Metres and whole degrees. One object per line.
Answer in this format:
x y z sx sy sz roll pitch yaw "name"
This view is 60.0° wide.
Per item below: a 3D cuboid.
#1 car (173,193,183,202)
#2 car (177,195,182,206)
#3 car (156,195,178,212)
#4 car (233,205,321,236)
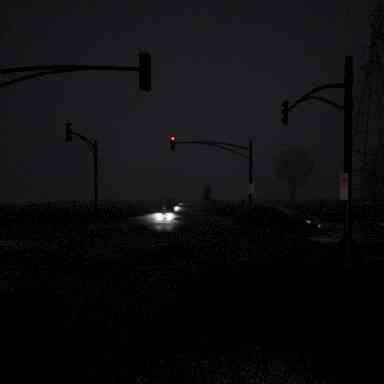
-3.073 1.221 69.439 2.150 2.045 5.566 0 0 0 "car"
-3.077 1.597 54.862 1.895 1.301 4.718 0 0 0 "car"
-2.983 1.485 37.788 2.128 1.511 4.902 0 0 -1 "car"
4.485 1.432 18.039 4.674 1.442 1.812 0 2 36 "car"
